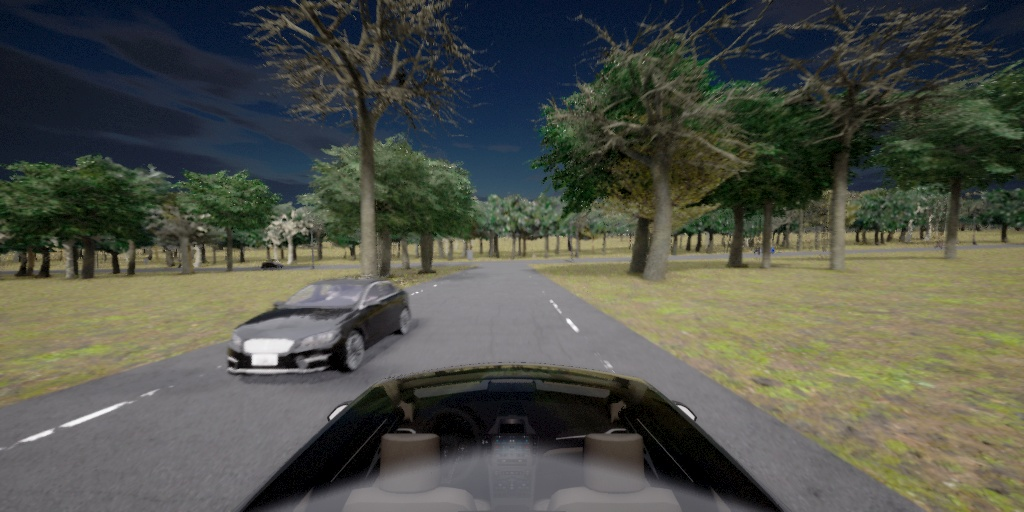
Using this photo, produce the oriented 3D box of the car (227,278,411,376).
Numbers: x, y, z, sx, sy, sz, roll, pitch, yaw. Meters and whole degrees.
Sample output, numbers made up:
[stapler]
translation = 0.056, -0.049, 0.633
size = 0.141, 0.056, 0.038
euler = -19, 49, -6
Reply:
[car]
translation = -3.592, 1.248, 7.668
size = 2.128, 1.511, 4.902
euler = 0, 0, 0
